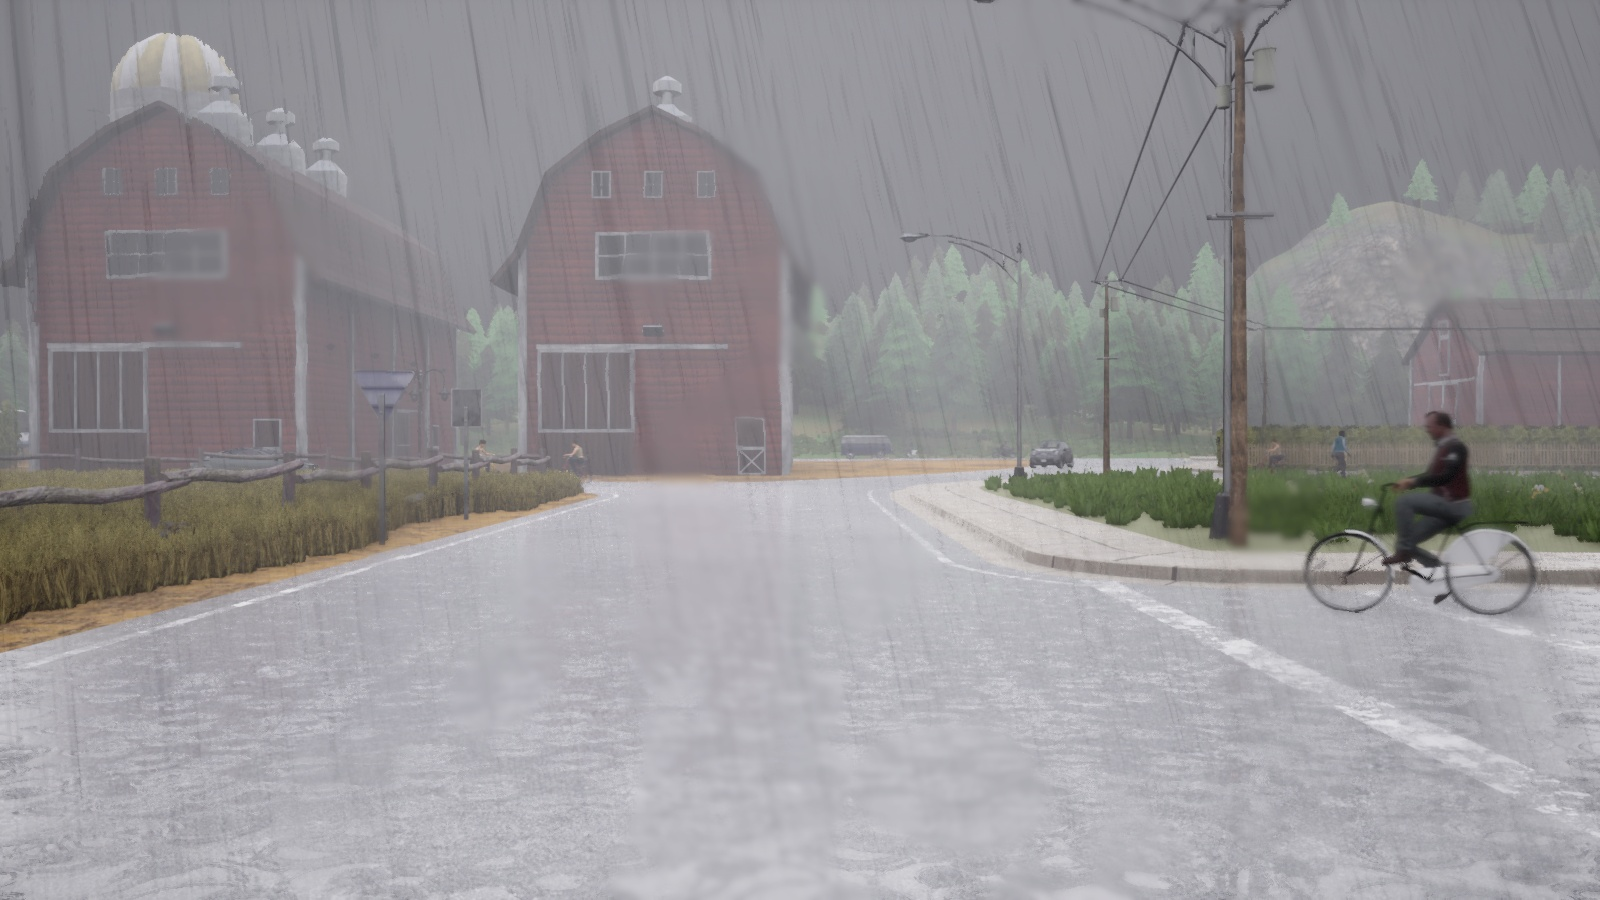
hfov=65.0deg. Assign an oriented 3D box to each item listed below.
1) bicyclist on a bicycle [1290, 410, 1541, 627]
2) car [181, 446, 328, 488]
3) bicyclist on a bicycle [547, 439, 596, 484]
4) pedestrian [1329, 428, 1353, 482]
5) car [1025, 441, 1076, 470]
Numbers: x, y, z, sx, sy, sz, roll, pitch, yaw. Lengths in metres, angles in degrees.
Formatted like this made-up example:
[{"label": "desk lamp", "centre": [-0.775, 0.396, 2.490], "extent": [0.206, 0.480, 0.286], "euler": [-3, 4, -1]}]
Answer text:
[{"label": "bicyclist on a bicycle", "centre": [5.252, 0.560, 10.833], "extent": [1.843, 1.776, 0.659], "euler": [0, -1, 14]}, {"label": "car", "centre": [-18.576, 0.553, 42.928], "extent": [4.181, 1.385, 1.994], "euler": [0, 0, -4]}, {"label": "bicyclist on a bicycle", "centre": [-8.322, 0.418, 45.759], "extent": [1.509, 1.612, 0.866], "euler": [0, 2, 18]}, {"label": "pedestrian", "centre": [19.438, 0.163, 45.139], "extent": [0.692, 1.930, 0.396], "euler": [0, 0, -13]}, {"label": "car", "centre": [13.270, 0.277, 66.386], "extent": [1.845, 1.501, 3.633], "euler": [0, 1, 24]}]
